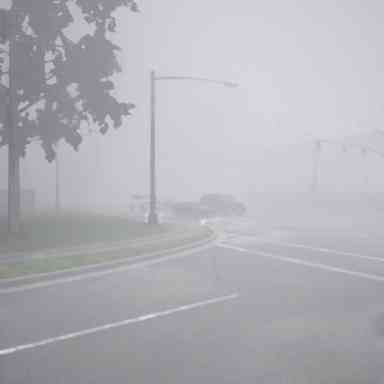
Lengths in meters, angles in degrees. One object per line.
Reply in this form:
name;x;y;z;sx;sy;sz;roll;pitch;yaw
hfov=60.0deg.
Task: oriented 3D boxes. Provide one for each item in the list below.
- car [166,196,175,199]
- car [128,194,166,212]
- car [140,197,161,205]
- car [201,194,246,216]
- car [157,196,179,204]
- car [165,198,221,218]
car;-2.346;1.566;40.467;1.994;1.385;4.181;0;0;-34
car;-5.608;1.224;39.052;2.150;2.045;5.566;0;0;-34
car;-7.680;1.605;61.140;1.895;1.301;4.718;0;0;-34
car;2.870;1.222;32.670;2.150;2.045;5.566;0;0;-34
car;-4.499;1.482;62.682;1.882;1.535;5.008;0;0;-34
car;-0.008;1.549;30.682;2.033;1.411;5.357;0;0;-34
